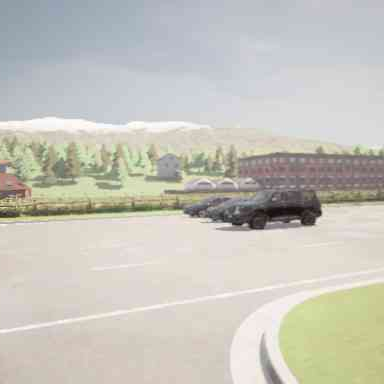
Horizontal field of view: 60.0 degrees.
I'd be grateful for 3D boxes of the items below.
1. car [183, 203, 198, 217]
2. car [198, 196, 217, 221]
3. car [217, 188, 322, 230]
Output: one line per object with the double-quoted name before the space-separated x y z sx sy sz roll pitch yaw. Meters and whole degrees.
"car" 1.720 1.066 24.574 4.892 1.490 1.837 -1 1 -24
"car" 3.154 1.097 21.381 4.892 1.490 1.837 -1 1 -24
"car" 4.475 0.847 18.136 5.566 2.045 2.150 -1 1 -24
